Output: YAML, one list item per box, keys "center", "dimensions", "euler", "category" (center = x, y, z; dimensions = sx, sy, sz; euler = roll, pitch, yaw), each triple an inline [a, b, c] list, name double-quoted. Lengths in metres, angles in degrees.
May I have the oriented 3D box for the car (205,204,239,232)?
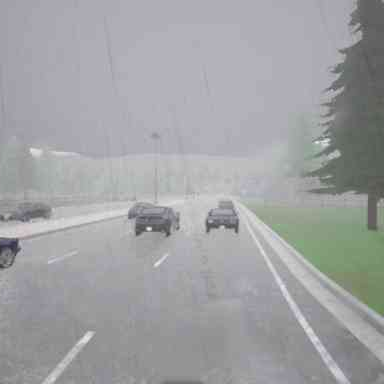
- center: [1.878, 1.639, 20.310]
  dimensions: [1.895, 1.301, 4.718]
  euler: [0, 0, 6]
  category: "car"

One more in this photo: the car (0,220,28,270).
- center: [-6.395, 1.615, 8.261]
  dimensions: [1.895, 1.301, 4.718]
  euler: [0, 0, 5]
  category: "car"

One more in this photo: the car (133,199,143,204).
- center: [-4.185, 1.617, 29.178]
  dimensions: [1.994, 1.385, 4.181]
  euler: [0, 0, 6]
  category: "car"

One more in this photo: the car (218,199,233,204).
- center: [4.249, 1.569, 41.718]
  dimensions: [2.128, 1.511, 4.902]
  euler: [0, 0, 6]
  category: "car"

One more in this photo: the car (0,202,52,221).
- center: [-12.804, 1.536, 25.881]
  dimensions: [2.128, 1.511, 4.902]
  euler: [0, 0, 6]
  category: "car"

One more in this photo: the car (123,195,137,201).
- center: [-12.040, 1.295, 64.905]
  dimensions: [1.812, 1.442, 4.674]
  euler: [0, 0, 5]
  category: "car"

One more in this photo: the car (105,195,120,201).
- center: [-15.527, 1.256, 65.206]
  dimensions: [1.812, 1.442, 4.674]
  euler: [0, 0, 5]
  category: "car"

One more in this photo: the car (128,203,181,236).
- center: [-1.823, 1.539, 18.608]
  dimensions: [1.837, 1.490, 4.892]
  euler: [0, 0, 6]
  category: "car"
